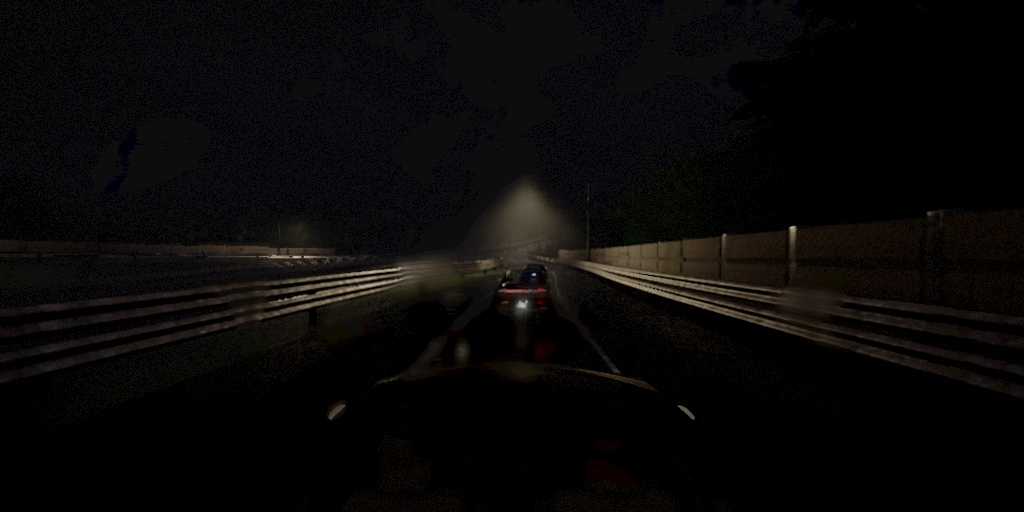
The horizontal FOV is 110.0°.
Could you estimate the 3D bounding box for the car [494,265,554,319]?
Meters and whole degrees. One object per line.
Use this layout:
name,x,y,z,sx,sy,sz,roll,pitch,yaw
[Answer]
car,0.462,1.243,12.797,2.128,1.511,4.902,0,0,4
